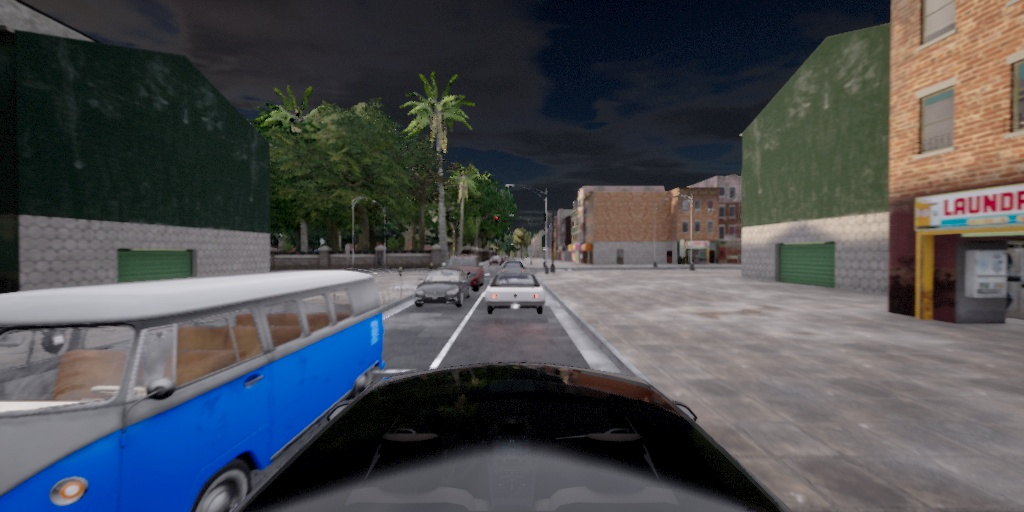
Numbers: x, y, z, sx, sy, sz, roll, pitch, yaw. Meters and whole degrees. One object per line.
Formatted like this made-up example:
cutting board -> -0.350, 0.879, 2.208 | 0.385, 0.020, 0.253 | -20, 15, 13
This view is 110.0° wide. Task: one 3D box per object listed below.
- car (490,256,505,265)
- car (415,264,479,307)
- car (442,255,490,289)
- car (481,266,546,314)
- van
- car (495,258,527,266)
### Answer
car -> -2.635, 0.680, 58.030 | 1.967, 1.591, 4.097 | 0, 0, 0
car -> -2.637, 1.162, 14.422 | 2.007, 1.370, 4.403 | 0, 0, 0
car -> -2.637, 0.870, 19.885 | 2.192, 1.841, 5.009 | 0, 0, 0
car -> 0.100, 1.227, 13.118 | 1.895, 1.301, 4.718 | 0, 1, 0
van -> -2.637, 1.071, 3.495 | 1.690, 1.789, 3.998 | 0, 0, 0
car -> 0.110, 1.060, 25.936 | 1.994, 1.385, 4.181 | 0, 1, 2
